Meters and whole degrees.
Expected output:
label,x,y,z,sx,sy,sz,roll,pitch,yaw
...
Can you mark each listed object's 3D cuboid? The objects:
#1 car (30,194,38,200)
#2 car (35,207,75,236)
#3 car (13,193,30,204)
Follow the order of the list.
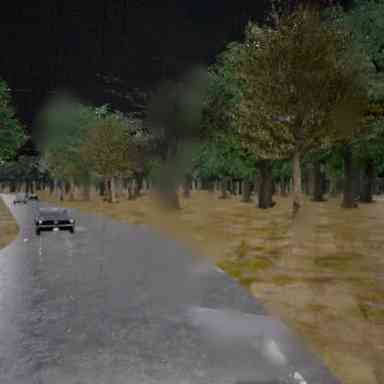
label,x,y,z,sx,sy,sz,roll,pitch,yaw
car,-38.370,1.234,80.281,1.882,1.535,5.008,1,0,-30
car,-7.664,1.544,18.485,1.895,1.301,4.718,0,0,-25
car,-28.567,1.270,55.236,1.837,1.490,4.892,1,0,-30
